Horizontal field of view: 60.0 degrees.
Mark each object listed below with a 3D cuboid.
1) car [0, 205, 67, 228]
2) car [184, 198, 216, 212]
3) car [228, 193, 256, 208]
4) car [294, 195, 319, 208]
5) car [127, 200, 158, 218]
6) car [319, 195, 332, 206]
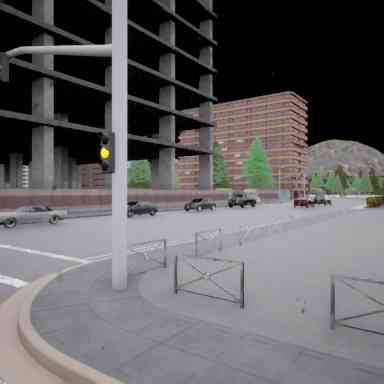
[{"bbox_3d":[-10.795,1.545,21.872,1.895,1.301,4.718,0,0,35],"label":"car"},{"bbox_3d":[0.976,1.449,38.468,1.837,1.490,4.892,0,0,35],"label":"car"},{"bbox_3d":[7.200,1.166,47.180,2.150,2.045,5.566,0,0,35],"label":"car"},{"bbox_3d":[15.982,1.422,47.211,1.882,1.535,5.008,0,0,35],"label":"car"},{"bbox_3d":[-5.019,1.470,30.004,1.812,1.442,4.674,0,0,36],"label":"car"},{"bbox_3d":[21.682,1.297,55.250,2.097,1.767,4.553,0,0,35],"label":"car"}]
